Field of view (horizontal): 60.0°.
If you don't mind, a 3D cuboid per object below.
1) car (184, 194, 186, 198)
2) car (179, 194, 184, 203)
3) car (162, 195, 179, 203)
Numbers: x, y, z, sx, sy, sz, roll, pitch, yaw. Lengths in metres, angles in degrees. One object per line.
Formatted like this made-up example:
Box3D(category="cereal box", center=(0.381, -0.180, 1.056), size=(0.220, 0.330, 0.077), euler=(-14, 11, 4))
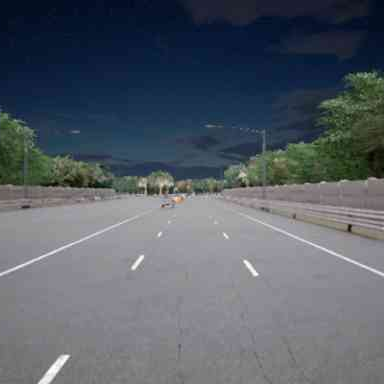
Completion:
Box3D(category="car", center=(-3.467, 1.670, 95.015), size=(1.837, 1.490, 4.892), euler=(0, 0, 0))
Box3D(category="car", center=(-3.474, 1.503, 74.702), size=(2.097, 1.767, 4.553), euler=(0, 0, 0))
Box3D(category="car", center=(-3.483, 1.498, 49.259), size=(2.033, 1.411, 5.357), euler=(0, 0, 0))
